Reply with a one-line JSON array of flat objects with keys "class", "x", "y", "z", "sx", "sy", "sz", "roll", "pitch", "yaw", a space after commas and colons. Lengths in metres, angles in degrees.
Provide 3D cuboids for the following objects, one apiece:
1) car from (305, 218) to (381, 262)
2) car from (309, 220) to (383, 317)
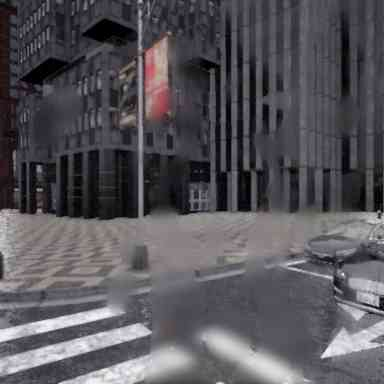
[{"class": "car", "x": 5.364, "y": 1.543, "z": 10.485, "sx": 4.403, "sy": 1.369, "sz": 2.008, "roll": 0, "pitch": 0, "yaw": -36}, {"class": "car", "x": 4.890, "y": 1.485, "z": 6.882, "sx": 4.902, "sy": 1.511, "sz": 2.128, "roll": 0, "pitch": 0, "yaw": -35}]
